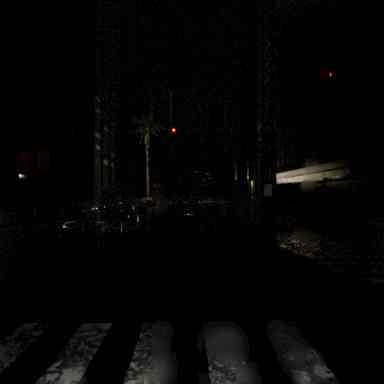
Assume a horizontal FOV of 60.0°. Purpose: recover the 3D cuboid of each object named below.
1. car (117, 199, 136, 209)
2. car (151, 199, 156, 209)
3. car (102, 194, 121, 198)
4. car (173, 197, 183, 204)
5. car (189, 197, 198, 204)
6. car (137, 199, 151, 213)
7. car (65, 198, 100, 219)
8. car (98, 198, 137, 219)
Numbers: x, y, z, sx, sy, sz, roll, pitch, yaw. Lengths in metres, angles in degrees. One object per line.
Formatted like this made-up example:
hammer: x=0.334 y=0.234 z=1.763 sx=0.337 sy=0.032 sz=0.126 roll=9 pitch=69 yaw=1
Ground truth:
car: x=-9.710 y=1.701 z=49.798 sx=1.994 sy=1.385 sz=4.181 roll=0 pitch=0 yaw=0
car: x=-6.467 y=1.735 z=48.982 sx=1.895 sy=1.301 sz=4.718 roll=0 pitch=0 yaw=1
car: x=-9.753 y=1.320 z=39.838 sx=2.150 sy=2.045 sz=5.566 roll=0 pitch=0 yaw=0
car: x=-2.970 y=1.791 z=69.833 sx=1.994 sy=1.385 sz=4.181 roll=0 pitch=0 yaw=0
car: x=0.280 y=1.791 z=69.850 sx=1.994 sy=1.385 sz=4.181 roll=0 pitch=0 yaw=0
car: x=-6.502 y=1.587 z=39.093 sx=2.128 sy=1.511 sz=4.902 roll=0 pitch=0 yaw=0
car: x=-9.772 y=1.544 z=29.892 sx=1.882 sy=1.535 sz=5.008 roll=0 pitch=0 yaw=0
car: x=-6.526 y=1.543 z=29.625 sx=1.882 sy=1.535 sz=5.008 roll=0 pitch=0 yaw=0
